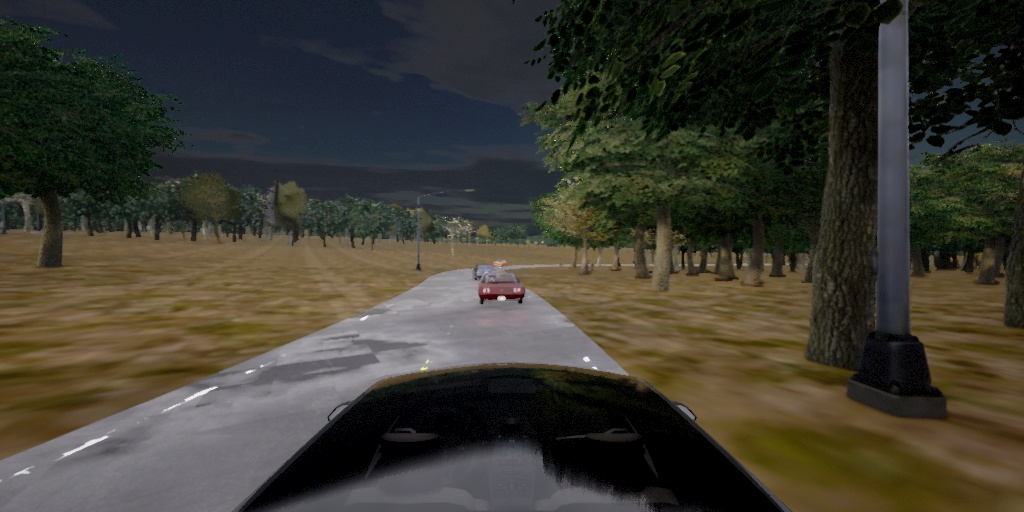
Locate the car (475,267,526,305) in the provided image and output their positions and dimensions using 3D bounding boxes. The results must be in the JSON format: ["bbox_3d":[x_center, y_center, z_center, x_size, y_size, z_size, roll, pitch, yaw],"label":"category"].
[{"bbox_3d":[-0.571,1.366,16.178,1.895,1.301,4.718,0,0,-5],"label":"car"}]

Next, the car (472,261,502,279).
[{"bbox_3d":[-2.447,1.354,31.189,2.033,1.411,5.357,-1,0,-10],"label":"car"}]
